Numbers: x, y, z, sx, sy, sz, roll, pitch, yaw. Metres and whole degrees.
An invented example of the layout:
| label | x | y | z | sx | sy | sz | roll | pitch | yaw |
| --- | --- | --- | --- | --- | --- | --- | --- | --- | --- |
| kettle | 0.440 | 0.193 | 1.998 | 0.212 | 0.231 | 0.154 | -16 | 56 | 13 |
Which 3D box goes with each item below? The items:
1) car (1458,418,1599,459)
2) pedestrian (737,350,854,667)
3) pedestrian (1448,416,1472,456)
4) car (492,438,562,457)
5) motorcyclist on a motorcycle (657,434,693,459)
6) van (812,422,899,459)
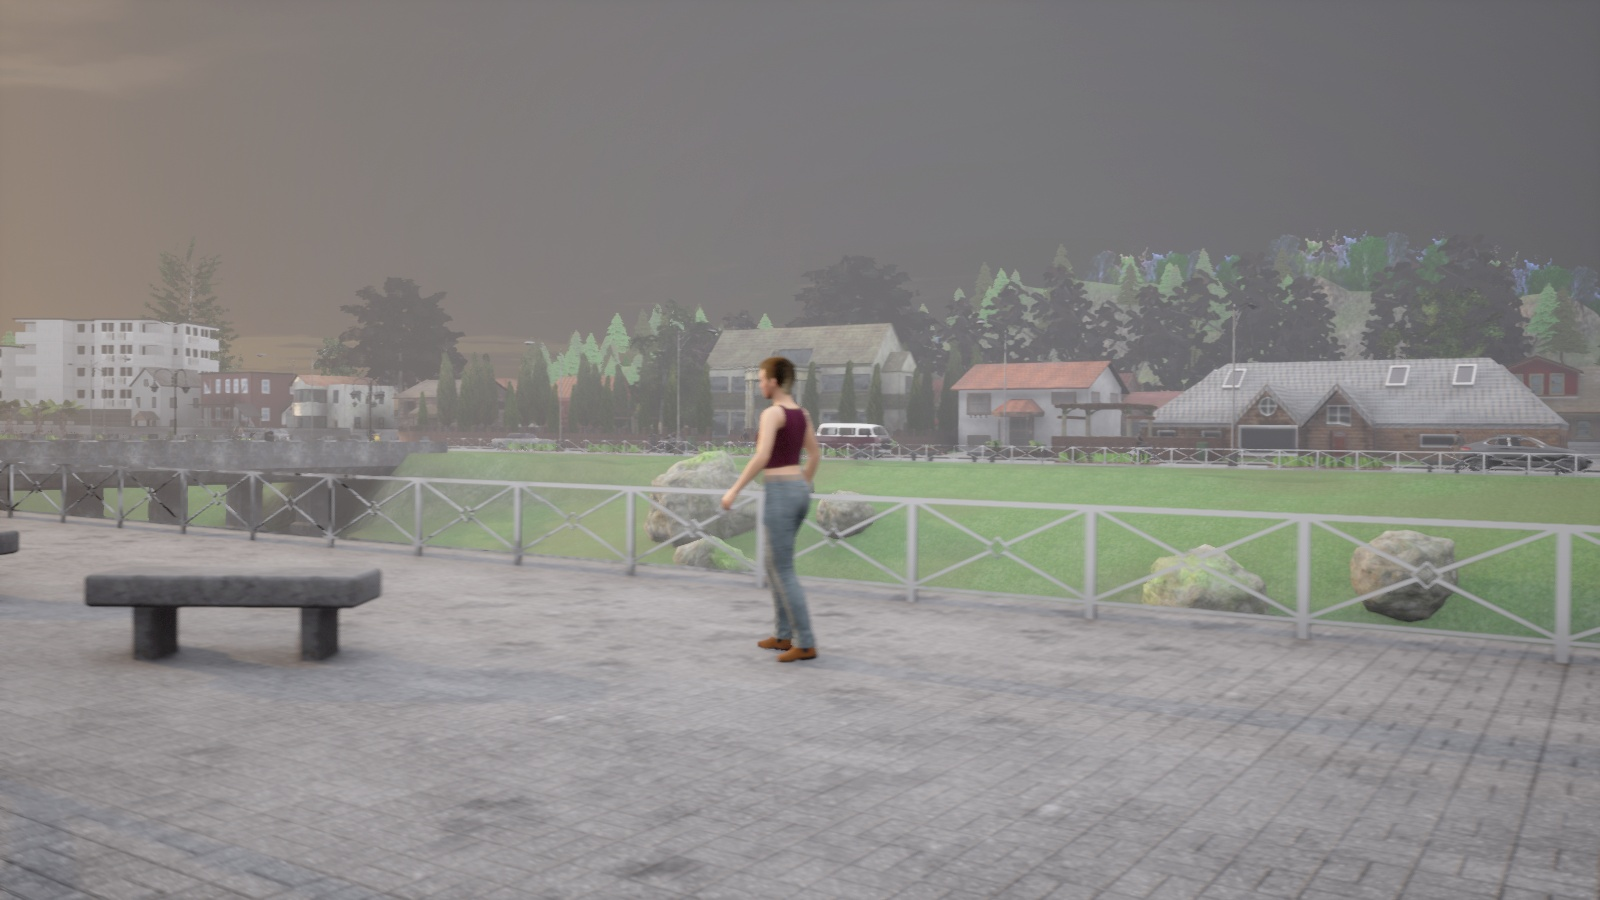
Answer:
| label | x | y | z | sx | sy | sz | roll | pitch | yaw |
| --- | --- | --- | --- | --- | --- | --- | --- | --- | --- |
| car | 30.741 | -0.492 | 53.008 | 5.027 | 1.651 | 2.152 | 0 | 1 | 34 |
| pedestrian | -0.026 | 0.338 | 7.563 | 0.594 | 1.836 | 0.345 | 0 | 1 | 32 |
| pedestrian | 32.571 | -0.699 | 61.965 | 0.659 | 1.952 | 0.873 | -1 | 1 | -45 |
| car | -18.686 | -0.171 | 85.869 | 4.718 | 1.301 | 1.895 | 0 | 1 | 34 |
| motorcyclist on a motorcycle | -7.851 | -0.236 | 78.665 | 2.191 | 1.530 | 0.866 | 0 | 1 | 34 |
| van | 3.133 | -0.547 | 71.358 | 4.480 | 2.038 | 2.069 | 0 | 1 | 34 |
